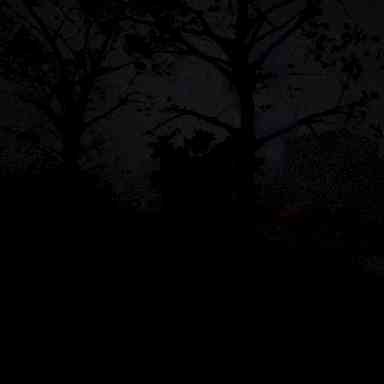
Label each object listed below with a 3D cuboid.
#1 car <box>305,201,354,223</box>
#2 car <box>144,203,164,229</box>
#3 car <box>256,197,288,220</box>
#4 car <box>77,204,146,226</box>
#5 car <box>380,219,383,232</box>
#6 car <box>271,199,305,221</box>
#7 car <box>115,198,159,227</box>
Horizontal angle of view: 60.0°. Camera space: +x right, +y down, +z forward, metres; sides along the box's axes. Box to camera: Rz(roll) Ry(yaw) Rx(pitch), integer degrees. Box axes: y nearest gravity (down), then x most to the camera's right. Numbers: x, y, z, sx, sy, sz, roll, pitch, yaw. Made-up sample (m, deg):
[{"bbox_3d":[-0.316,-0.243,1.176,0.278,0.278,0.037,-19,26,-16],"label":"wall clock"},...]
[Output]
[{"bbox_3d":[11.633,1.529,27.444,2.185,1.767,4.553,-1,-1,44],"label":"car"},{"bbox_3d":[-0.345,1.663,22.009,2.231,1.521,4.892,-1,-1,44],"label":"car"},{"bbox_3d":[7.353,1.483,31.584,2.435,2.045,5.566,-1,-1,44],"label":"car"},{"bbox_3d":[-6.578,1.815,27.802,1.946,1.575,5.366,-2,-1,44],"label":"car"},{"bbox_3d":[10.553,1.613,14.663,2.033,1.411,5.357,0,0,-1],"label":"car"},{"bbox_3d":[9.469,1.695,29.570,2.097,1.535,5.008,-1,-1,44],"label":"car"},{"bbox_3d":[-2.339,1.452,23.969,2.435,2.045,5.566,-1,-1,44],"label":"car"}]
